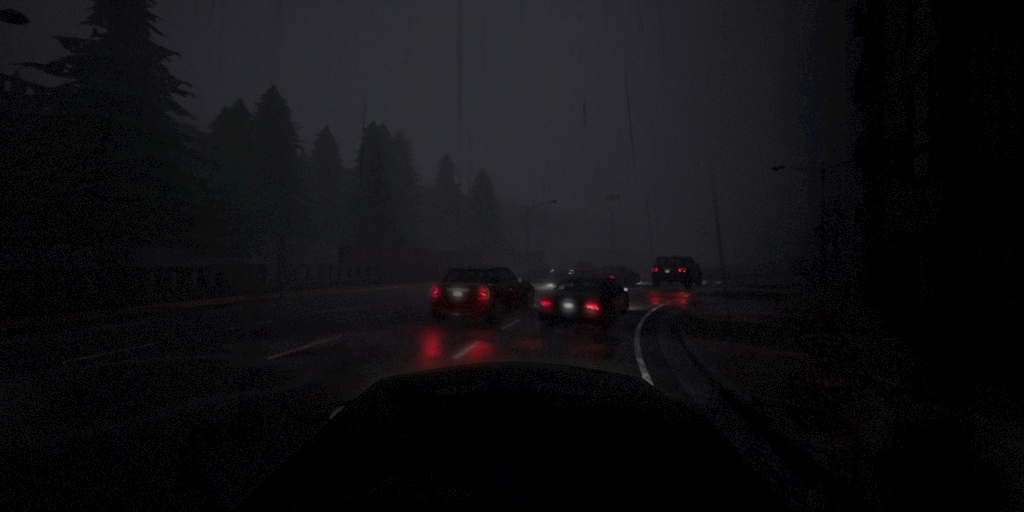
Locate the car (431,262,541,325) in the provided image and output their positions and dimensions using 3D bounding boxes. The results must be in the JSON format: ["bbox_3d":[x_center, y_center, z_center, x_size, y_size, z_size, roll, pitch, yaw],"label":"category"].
[{"bbox_3d":[-0.775,1.107,12.189,2.097,1.767,4.553,0,0,21],"label":"car"}]

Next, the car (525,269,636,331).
[{"bbox_3d":[2.457,1.305,11.265,2.033,1.411,5.357,0,0,25],"label":"car"}]

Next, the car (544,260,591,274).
[{"bbox_3d":[4.770,1.130,27.400,2.097,1.767,4.553,0,0,38],"label":"car"}]

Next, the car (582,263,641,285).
[{"bbox_3d":[7.024,1.331,24.300,2.033,1.411,5.357,0,0,37],"label":"car"}]

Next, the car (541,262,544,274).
[{"bbox_3d":[1.775,1.264,29.251,2.128,1.511,4.902,0,0,38],"label":"car"}]

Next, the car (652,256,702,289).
[{"bbox_3d":[10.979,1.015,23.744,2.150,2.045,5.566,0,0,37],"label":"car"}]
